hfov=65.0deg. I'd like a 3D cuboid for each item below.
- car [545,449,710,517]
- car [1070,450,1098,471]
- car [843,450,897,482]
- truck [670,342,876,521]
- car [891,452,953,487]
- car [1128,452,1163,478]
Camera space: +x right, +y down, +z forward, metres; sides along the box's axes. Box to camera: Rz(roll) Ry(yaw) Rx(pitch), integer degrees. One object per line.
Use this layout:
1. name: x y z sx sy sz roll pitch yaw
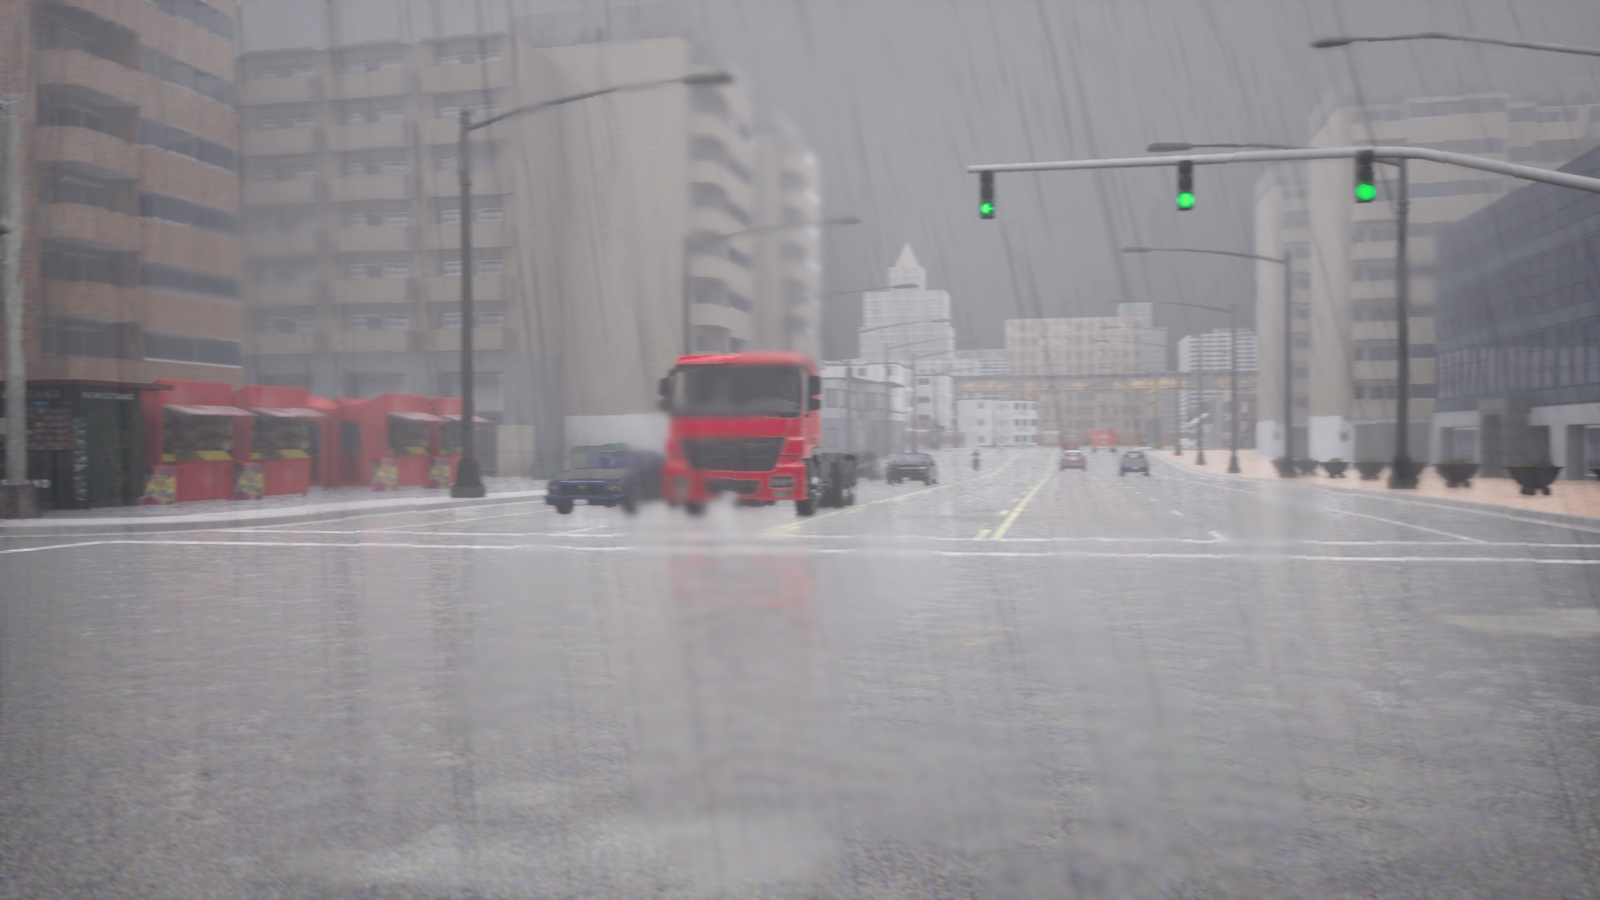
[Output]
1. car: -3.803 0.694 28.866 2.033 1.411 5.357 0 0 12
2. car: 20.470 0.749 90.610 1.970 1.475 3.806 0 1 12
3. car: 3.509 0.772 62.254 2.007 1.525 4.514 0 0 12
4. truck: -0.312 -0.340 28.464 2.891 3.462 7.936 0 0 12
5. car: 5.346 0.819 54.285 2.033 1.411 5.357 0 0 12
6. car: 20.820 0.892 75.850 1.845 1.501 3.633 0 0 12
